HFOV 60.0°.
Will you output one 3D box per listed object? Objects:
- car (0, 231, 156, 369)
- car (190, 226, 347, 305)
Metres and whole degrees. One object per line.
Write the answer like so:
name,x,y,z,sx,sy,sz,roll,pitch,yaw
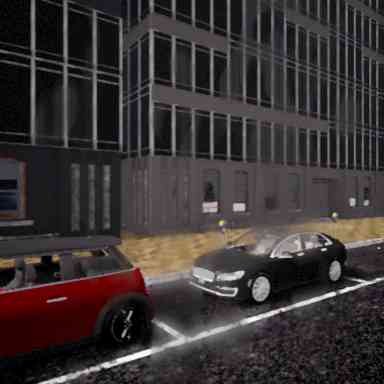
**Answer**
car,-2.656,1.440,4.667,4.097,1.590,1.967,0,0,-36
car,1.978,1.549,7.972,4.403,1.369,2.008,0,0,-36
